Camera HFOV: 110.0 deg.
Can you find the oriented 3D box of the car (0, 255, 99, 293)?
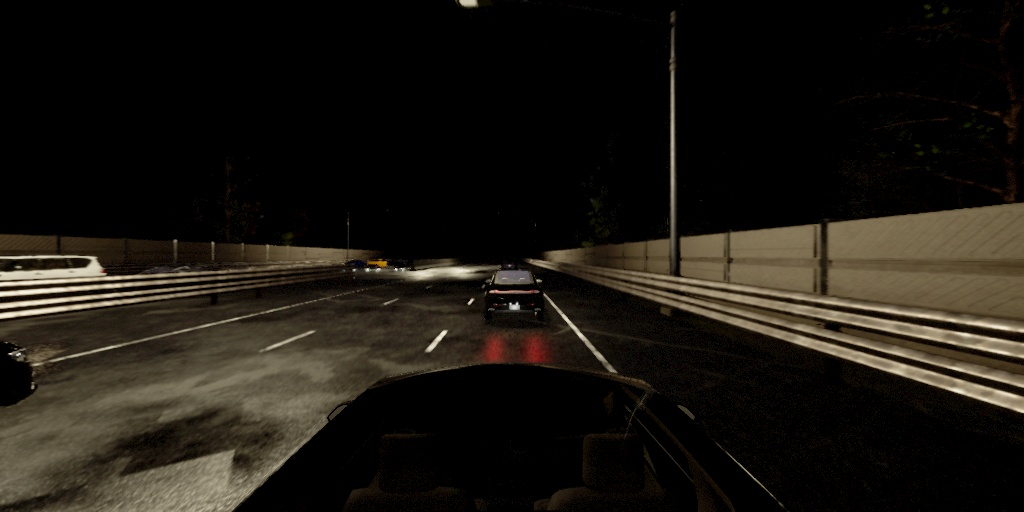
[{"bbox_3d":[-21.371,0.976,15.536,2.150,2.045,5.566,0,0,1],"label":"car"}]

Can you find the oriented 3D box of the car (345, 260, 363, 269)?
[{"bbox_3d":[-25.197,1.296,57.679,1.812,1.442,4.674,0,0,0],"label":"car"}]

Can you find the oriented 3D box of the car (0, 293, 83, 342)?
[{"bbox_3d":[-6.904,1.241,2.416,2.128,1.511,4.902,0,0,0],"label":"car"}]

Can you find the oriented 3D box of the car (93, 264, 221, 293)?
[{"bbox_3d":[-17.815,1.247,18.699,2.128,1.511,4.902,0,0,1],"label":"car"}]

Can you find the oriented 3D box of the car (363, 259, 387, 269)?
[{"bbox_3d":[-21.703,1.248,57.812,1.882,1.535,5.008,0,0,0],"label":"car"}]

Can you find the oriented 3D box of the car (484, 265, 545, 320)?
[{"bbox_3d":[0.064,1.245,12.621,2.128,1.511,4.902,0,0,0],"label":"car"}]

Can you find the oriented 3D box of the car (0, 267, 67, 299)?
[{"bbox_3d":[-24.848,1.305,16.491,2.033,1.411,5.357,0,0,1],"label":"car"}]

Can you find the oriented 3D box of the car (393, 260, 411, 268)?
[{"bbox_3d":[-18.234,1.335,59.665,1.994,1.385,4.181,0,0,-1],"label":"car"}]

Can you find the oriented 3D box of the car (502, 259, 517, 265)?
[{"bbox_3d":[-0.315,1.196,44.587,2.033,1.649,4.856,0,0,-1],"label":"car"}]
